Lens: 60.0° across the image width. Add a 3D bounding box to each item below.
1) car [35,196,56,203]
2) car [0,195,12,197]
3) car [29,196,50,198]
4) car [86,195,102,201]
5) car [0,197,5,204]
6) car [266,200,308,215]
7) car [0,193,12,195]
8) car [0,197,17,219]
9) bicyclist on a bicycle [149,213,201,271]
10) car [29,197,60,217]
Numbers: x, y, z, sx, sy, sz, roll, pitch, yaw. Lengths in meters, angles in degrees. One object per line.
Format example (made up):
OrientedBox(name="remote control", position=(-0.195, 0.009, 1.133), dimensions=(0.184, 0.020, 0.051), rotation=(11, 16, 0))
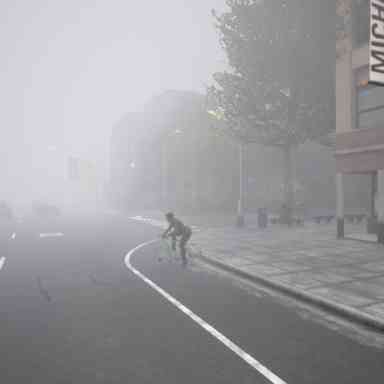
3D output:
OrientedBox(name="car", position=(-30.584, 1.577, 69.689), dimensions=(1.895, 1.301, 4.718), rotation=(0, 0, 8))
OrientedBox(name="car", position=(-30.417, 1.599, 54.227), dimensions=(1.895, 1.301, 4.718), rotation=(0, 0, -9))
OrientedBox(name="car", position=(-27.327, 1.523, 60.458), dimensions=(1.812, 1.442, 4.674), rotation=(0, 0, -3))
OrientedBox(name="car", position=(-23.504, 1.475, 80.883), dimensions=(1.882, 1.535, 5.008), rotation=(0, 0, 29))
OrientedBox(name="car", position=(-37.796, 1.592, 63.089), dimensions=(1.895, 1.301, 4.718), rotation=(0, 0, 4))
OrientedBox(name="car", position=(9.457, 1.525, 33.194), dimensions=(4.674, 1.442, 1.812), rotation=(0, 0, -26))
OrientedBox(name="car", position=(-34.580, 1.223, 60.310), dimensions=(2.150, 2.045, 5.566), rotation=(0, 0, -4))
OrientedBox(name="car", position=(-16.443, 1.490, 28.501), dimensions=(2.128, 1.511, 4.902), rotation=(0, 0, -26))
OrientedBox(name="bicyclist on a bicycle", position=(-0.479, 1.419, 9.630), dimensions=(1.656, 1.620, 0.582), rotation=(-1, 1, -26))
OrientedBox(name="car", position=(-13.732, 1.524, 31.242), dimensions=(1.812, 1.442, 4.674), rotation=(-1, 0, -34))
